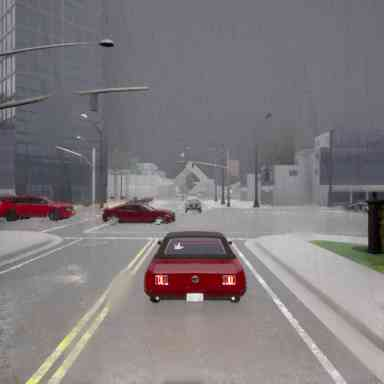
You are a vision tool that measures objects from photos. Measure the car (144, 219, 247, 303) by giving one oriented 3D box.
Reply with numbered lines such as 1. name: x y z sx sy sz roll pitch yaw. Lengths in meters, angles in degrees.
1. car: 0.071 1.601 8.183 1.895 1.301 4.718 0 0 0

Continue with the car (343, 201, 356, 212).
1. car: 19.372 1.520 37.583 4.181 1.385 1.994 0 0 -1

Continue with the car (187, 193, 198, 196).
1. car: 0.124 1.221 68.804 2.150 2.045 5.566 0 0 1

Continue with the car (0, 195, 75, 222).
1. car: -12.318 1.288 26.623 5.566 2.045 2.150 0 0 0

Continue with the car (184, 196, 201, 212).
1. car: 0.105 1.562 39.078 2.033 1.411 5.357 0 0 -2

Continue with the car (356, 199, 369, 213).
1. car: 19.876 1.480 34.088 4.674 1.442 1.812 0 0 0

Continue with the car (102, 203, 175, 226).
1. car: -3.639 1.496 22.863 5.008 1.535 1.882 0 0 4
